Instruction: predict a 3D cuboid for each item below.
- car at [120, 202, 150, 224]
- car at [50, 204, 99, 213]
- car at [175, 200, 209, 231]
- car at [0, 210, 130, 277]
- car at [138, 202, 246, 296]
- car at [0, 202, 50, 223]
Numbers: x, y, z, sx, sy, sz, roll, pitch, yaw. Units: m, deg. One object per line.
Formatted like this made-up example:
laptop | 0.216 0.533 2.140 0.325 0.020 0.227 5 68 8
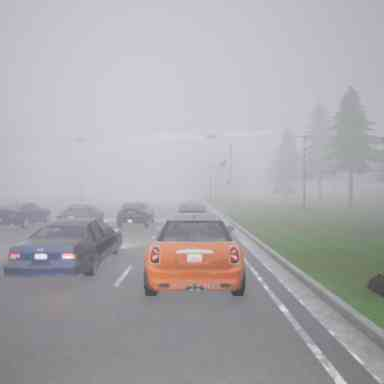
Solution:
car | -3.503 1.372 21.138 1.837 1.490 4.892 0 0 0
car | -7.004 1.430 21.209 1.994 1.385 4.181 0 0 0
car | 0.001 1.348 20.707 1.882 1.535 5.008 0 0 0
car | -3.438 1.484 9.988 2.033 1.411 5.357 0 0 -1
car | 0.058 1.298 8.640 2.097 1.767 4.553 0 0 0
car | -10.500 1.349 20.656 1.882 1.535 5.008 0 0 0
